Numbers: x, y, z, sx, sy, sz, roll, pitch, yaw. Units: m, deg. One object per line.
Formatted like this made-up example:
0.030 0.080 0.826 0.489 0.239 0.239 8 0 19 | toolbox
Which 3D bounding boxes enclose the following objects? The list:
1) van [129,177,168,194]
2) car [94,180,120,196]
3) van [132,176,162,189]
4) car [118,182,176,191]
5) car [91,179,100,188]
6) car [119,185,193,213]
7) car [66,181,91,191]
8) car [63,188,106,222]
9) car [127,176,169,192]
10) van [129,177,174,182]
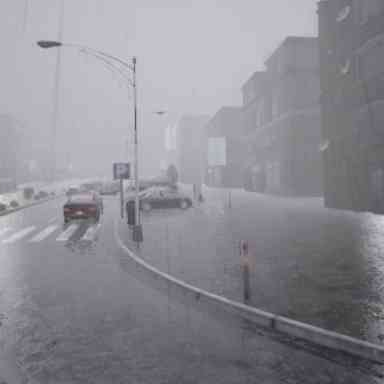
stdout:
-5.414 -0.807 41.688 4.442 1.987 1.878 -2 4 -29 | van
-9.733 -0.262 38.489 1.994 1.385 4.181 -1 4 -9 | car
-7.244 -1.581 53.799 4.442 1.987 1.878 -2 4 -29 | van
-3.448 0.183 29.682 5.366 1.575 1.946 -2 4 -29 | car
-14.555 -0.862 46.887 1.882 1.535 5.008 -1 4 -10 | car
-2.283 0.566 23.783 4.892 1.521 2.231 -2 4 -29 | car
-12.754 -0.171 36.831 1.812 1.442 4.674 -1 4 -9 | car
-6.521 0.819 20.231 1.882 1.535 5.008 -1 4 -11 | car
-6.306 -1.220 47.760 5.566 2.045 2.435 -2 4 -29 | car
-3.693 -0.239 32.818 4.442 1.987 1.878 -2 4 -29 | van
